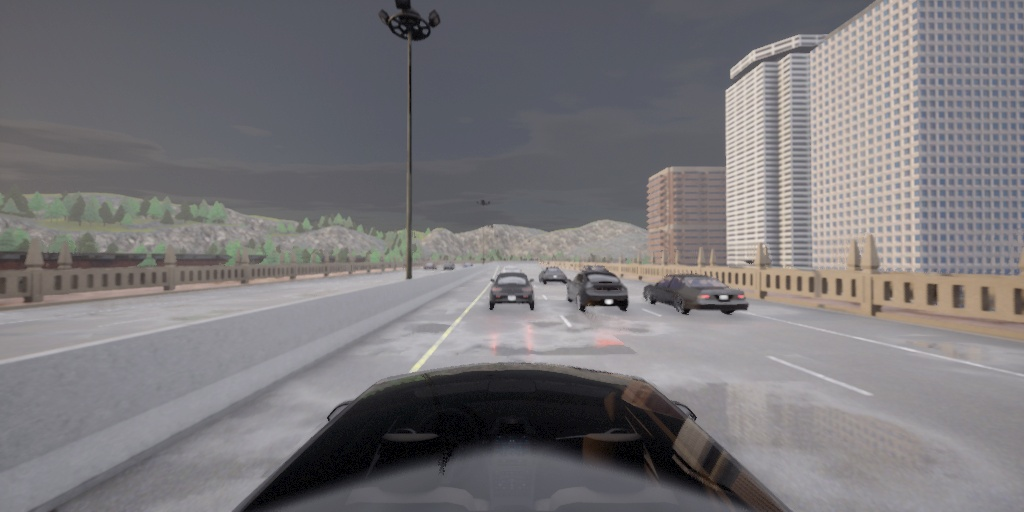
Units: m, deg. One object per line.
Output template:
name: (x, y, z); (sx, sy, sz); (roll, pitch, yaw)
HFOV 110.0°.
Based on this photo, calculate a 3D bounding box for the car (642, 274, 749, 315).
car: (6.998, 1.433, 14.352); (2.033, 1.411, 5.357); (0, -1, 0)

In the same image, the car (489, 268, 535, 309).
car: (0.009, 1.425, 15.733); (1.812, 1.442, 4.674); (0, 0, 0)

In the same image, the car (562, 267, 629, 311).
car: (3.506, 1.403, 15.336); (1.837, 1.490, 4.892); (0, 0, 0)

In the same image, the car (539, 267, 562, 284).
car: (3.395, 1.621, 30.413); (1.994, 1.385, 4.181); (0, -1, -1)

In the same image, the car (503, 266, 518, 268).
car: (-0.110, 1.586, 30.795); (1.812, 1.442, 4.674); (0, 0, -1)
